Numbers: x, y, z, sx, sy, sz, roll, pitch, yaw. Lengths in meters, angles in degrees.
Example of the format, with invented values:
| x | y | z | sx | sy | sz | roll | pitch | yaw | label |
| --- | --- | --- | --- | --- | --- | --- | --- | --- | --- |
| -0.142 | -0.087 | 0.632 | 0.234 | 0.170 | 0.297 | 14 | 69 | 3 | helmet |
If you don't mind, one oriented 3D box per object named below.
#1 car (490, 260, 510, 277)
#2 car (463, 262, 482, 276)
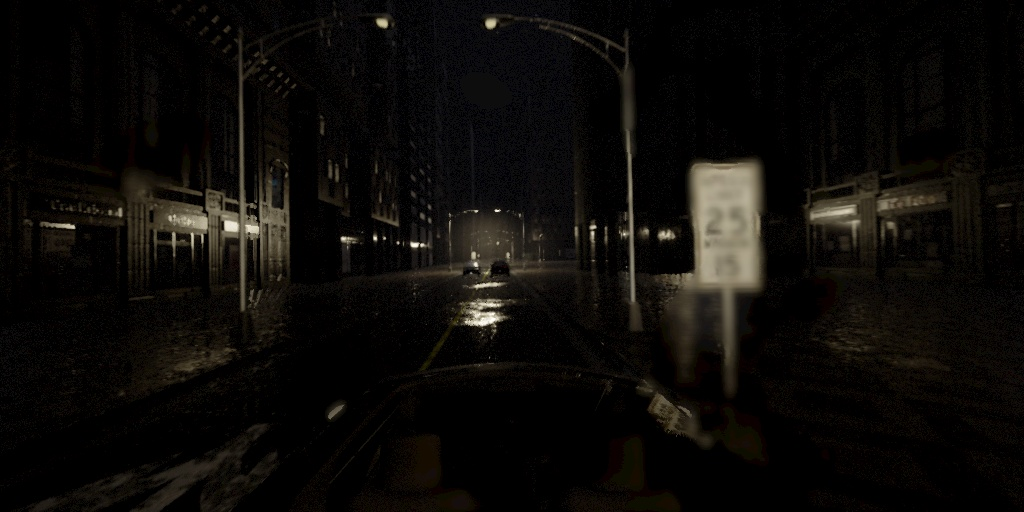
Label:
| x | y | z | sx | sy | sz | roll | pitch | yaw | label |
| --- | --- | --- | --- | --- | --- | --- | --- | --- | --- |
| -1.219 | 1.264 | 37.079 | 1.882 | 1.535 | 5.008 | -1 | 0 | -2 | car |
| -4.383 | 1.396 | 40.189 | 2.033 | 1.411 | 5.357 | -1 | 0 | -2 | car |
